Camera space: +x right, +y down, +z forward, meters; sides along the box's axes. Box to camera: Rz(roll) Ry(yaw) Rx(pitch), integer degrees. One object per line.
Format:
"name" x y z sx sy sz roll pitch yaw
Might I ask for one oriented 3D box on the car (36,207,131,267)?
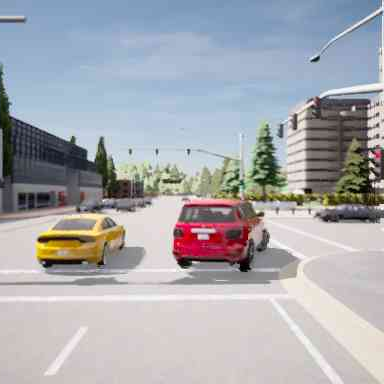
"car" -3.598 1.512 11.600 1.882 1.535 5.008 0 0 -1

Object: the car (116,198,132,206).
"car" -11.776 1.769 57.767 1.895 1.301 4.718 0 0 -1

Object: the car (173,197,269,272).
"car" 1.162 1.256 11.271 2.150 2.045 5.566 -1 0 19

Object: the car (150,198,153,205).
"car" -8.324 1.725 61.196 2.033 1.411 5.357 0 0 -1

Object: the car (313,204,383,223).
"car" 12.333 1.619 25.752 5.357 1.411 2.033 0 0 -1

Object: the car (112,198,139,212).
"car" -8.021 1.623 40.618 1.837 1.490 4.892 0 0 -1

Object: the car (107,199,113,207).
"car" -11.637 1.686 47.480 2.033 1.411 5.357 0 0 -1

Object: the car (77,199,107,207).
"car" -11.452 1.601 37.226 2.128 1.511 4.902 0 0 -1

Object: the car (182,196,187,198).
"car" -1.656 1.749 78.481 1.812 1.442 4.674 0 0 -1

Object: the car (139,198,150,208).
"car" -8.195 1.639 50.831 2.128 1.511 4.902 0 0 -1
